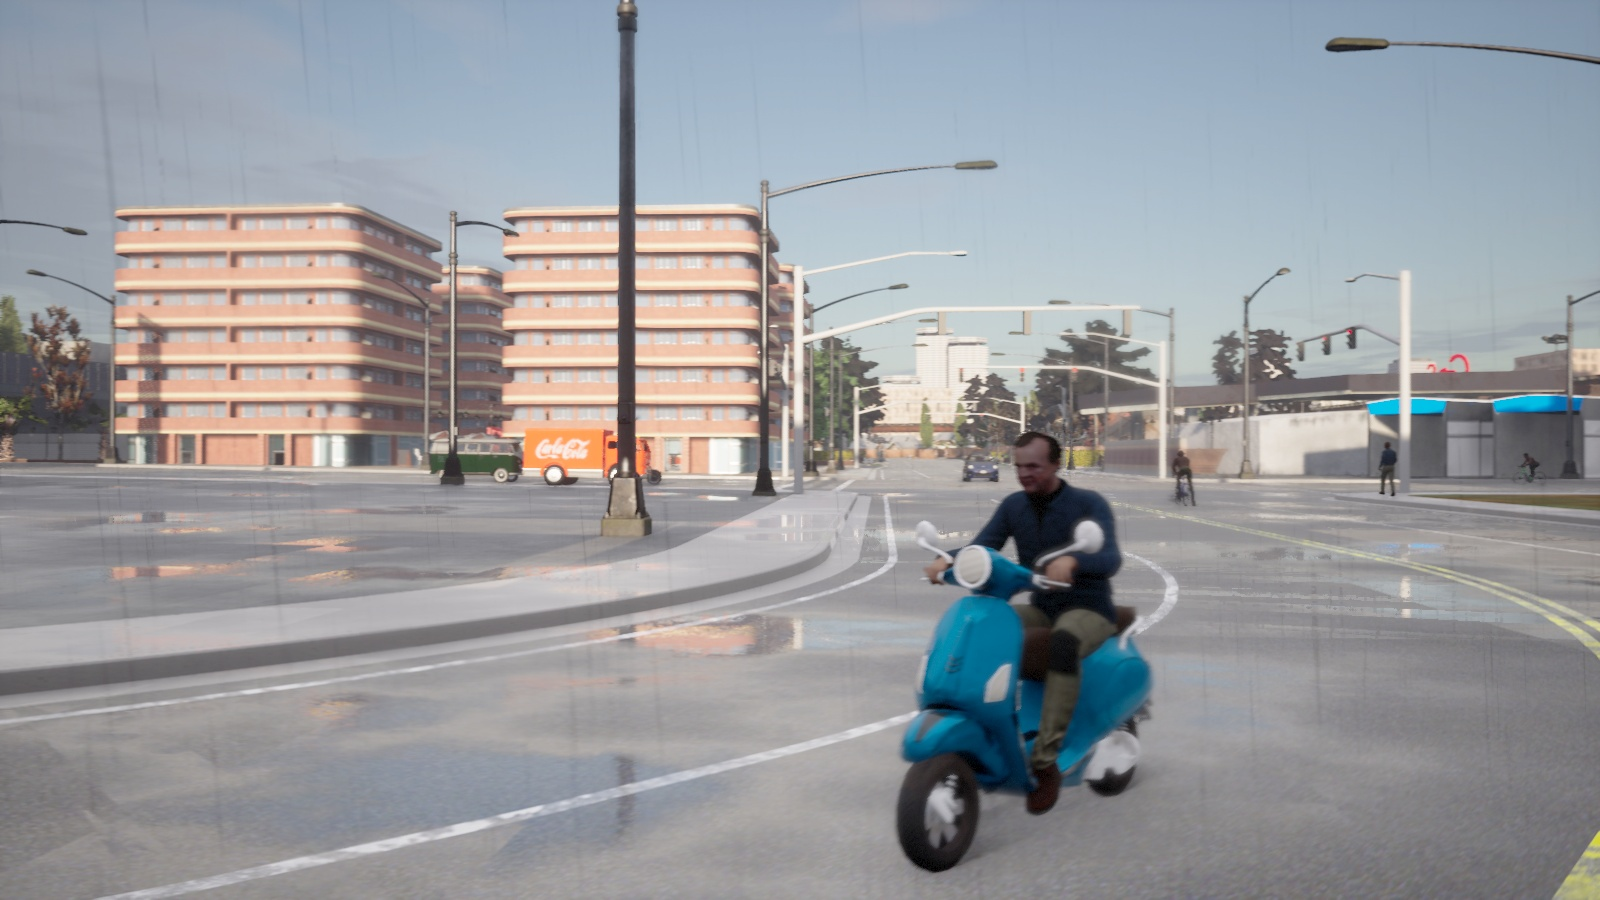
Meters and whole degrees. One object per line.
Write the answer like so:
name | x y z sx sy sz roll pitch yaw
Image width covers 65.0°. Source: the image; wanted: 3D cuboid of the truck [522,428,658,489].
truck | -8.862 0.349 53.429 5.204 2.467 2.627 1 0 5

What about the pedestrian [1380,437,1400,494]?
pedestrian | 19.260 0.500 40.997 0.370 1.835 0.726 0 0 4

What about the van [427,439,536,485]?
van | -14.543 0.537 57.440 4.442 1.987 1.775 1 0 5

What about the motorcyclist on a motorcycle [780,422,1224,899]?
motorcyclist on a motorcycle | 0.862 0.715 4.932 0.866 1.590 1.817 -1 -1 41

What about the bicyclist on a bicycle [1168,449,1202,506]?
bicyclist on a bicycle | 11.370 0.802 37.132 0.582 1.620 1.656 0 -1 4

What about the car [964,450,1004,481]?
car | 9.936 0.835 68.013 1.851 1.617 3.988 0 0 4
